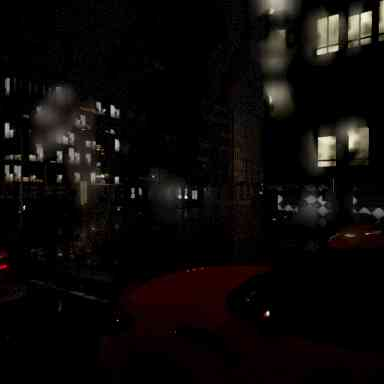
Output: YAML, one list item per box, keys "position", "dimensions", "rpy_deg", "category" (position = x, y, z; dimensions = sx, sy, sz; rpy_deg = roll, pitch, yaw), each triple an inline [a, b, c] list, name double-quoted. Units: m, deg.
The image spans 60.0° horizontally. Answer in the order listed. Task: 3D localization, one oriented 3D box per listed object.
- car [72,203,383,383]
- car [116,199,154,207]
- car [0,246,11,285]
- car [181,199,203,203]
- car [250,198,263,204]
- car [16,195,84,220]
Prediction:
- position: [1.781, 1.221, 2.415]
  dimensions: [5.566, 2.045, 2.150]
  rpy_deg: [0, 0, 35]
  category: "car"
- position: [-6.307, 1.594, 37.191]
  dimensions: [2.128, 1.511, 4.902]
  rpy_deg: [1, 0, 37]
  category: "car"
- position: [-6.212, 1.522, 8.100]
  dimensions: [4.674, 1.442, 1.812]
  rpy_deg: [0, 0, 35]
  category: "car"
- position: [-0.153, 1.675, 45.442]
  dimensions: [1.812, 1.442, 4.674]
  rpy_deg: [1, 0, 36]
  category: "car"
- position: [11.628, 1.792, 55.949]
  dimensions: [2.033, 1.411, 5.357]
  rpy_deg: [1, 0, 37]
  category: "car"
- position: [-12.241, 1.279, 29.166]
  dimensions: [2.150, 2.045, 5.566]
  rpy_deg: [1, 0, 39]
  category: "car"
